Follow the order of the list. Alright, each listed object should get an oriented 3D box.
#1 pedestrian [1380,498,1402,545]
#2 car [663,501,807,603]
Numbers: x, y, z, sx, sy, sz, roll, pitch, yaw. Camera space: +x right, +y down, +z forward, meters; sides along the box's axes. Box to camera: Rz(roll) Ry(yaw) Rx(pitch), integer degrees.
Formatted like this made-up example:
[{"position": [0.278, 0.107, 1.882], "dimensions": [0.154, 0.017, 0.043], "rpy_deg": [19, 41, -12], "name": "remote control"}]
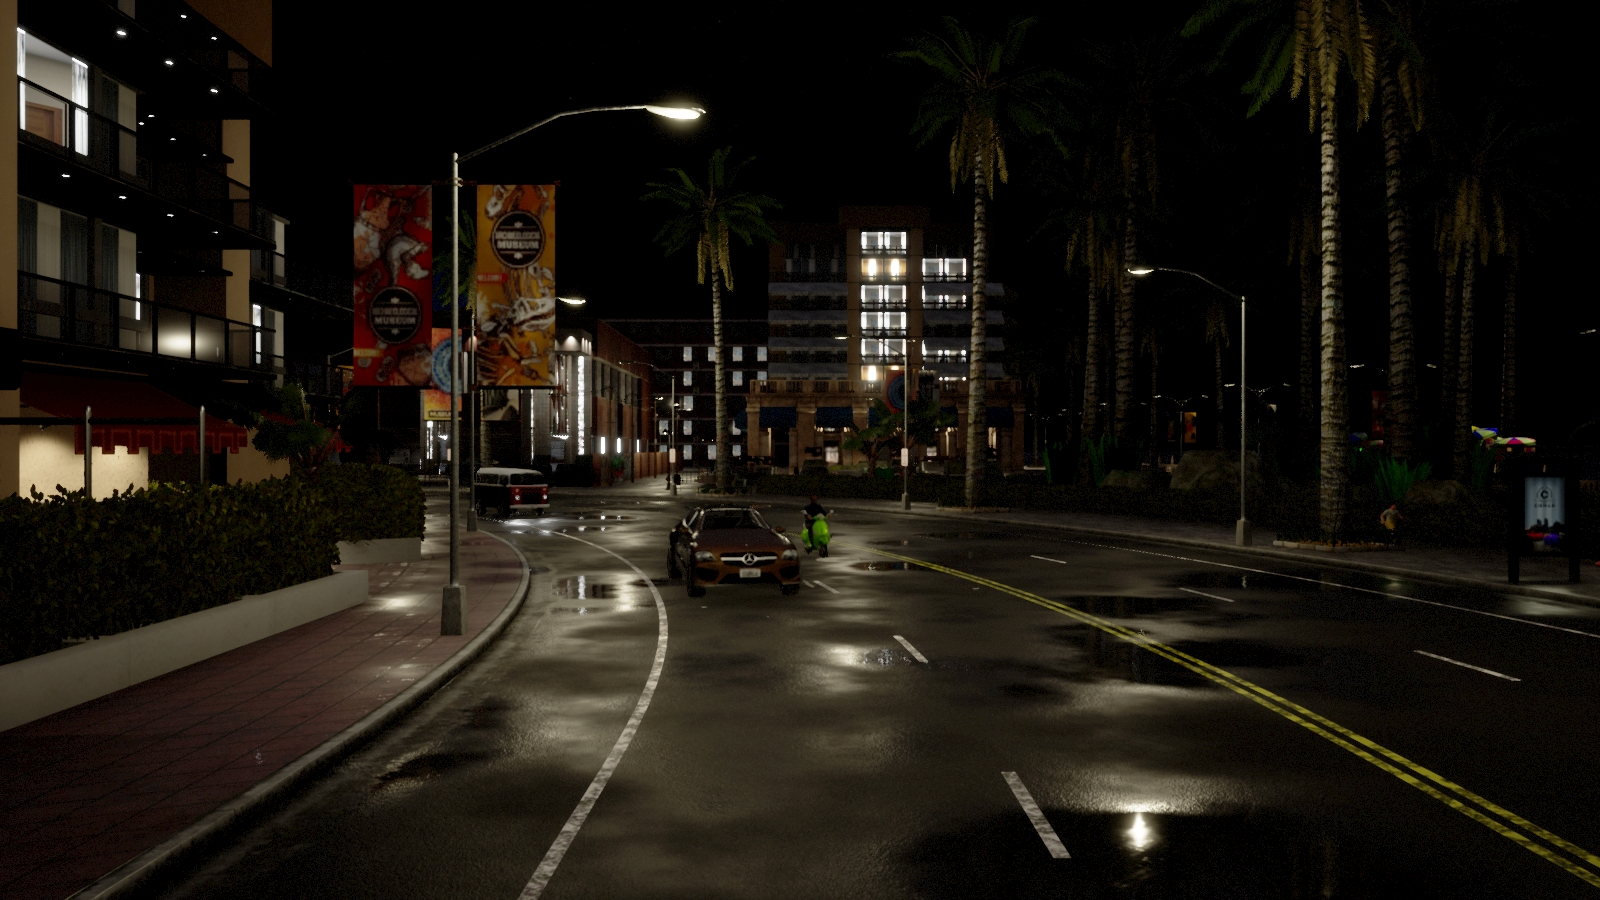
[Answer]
[{"position": [16.378, 1.978, 31.672], "dimensions": [0.375, 1.300, 0.375], "rpy_deg": [0, 0, -14], "name": "pedestrian"}, {"position": [-1.485, 1.992, 23.674], "dimensions": [2.152, 1.651, 5.027], "rpy_deg": [0, 0, -13], "name": "car"}]
